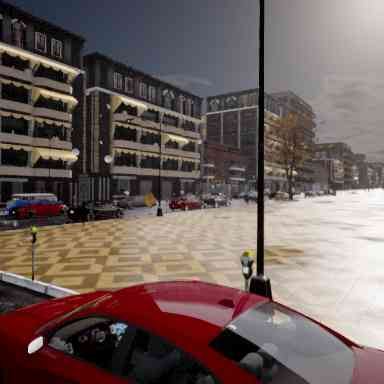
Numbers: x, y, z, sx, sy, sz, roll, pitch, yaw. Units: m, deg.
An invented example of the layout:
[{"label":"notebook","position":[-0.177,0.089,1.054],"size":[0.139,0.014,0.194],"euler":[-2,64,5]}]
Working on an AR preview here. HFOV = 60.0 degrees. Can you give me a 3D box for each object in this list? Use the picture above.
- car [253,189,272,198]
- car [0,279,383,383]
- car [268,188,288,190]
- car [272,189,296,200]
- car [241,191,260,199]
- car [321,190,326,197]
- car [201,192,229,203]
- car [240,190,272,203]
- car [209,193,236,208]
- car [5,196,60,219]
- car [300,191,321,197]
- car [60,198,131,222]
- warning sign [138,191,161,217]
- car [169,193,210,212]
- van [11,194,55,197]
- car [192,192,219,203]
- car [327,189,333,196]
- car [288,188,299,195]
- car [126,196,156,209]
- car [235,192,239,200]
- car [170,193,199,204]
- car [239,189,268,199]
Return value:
[{"label":"car","position":[14.797,0.226,69.729],"size":[2.192,1.841,5.009],"euler":[2,2,35]},{"label":"car","position":[-0.324,1.544,3.095],"size":[4.507,1.381,1.887],"euler":[0,0,35]},{"label":"car","position":[15.670,0.569,60.835],"size":[1.837,1.490,4.892],"euler":[1,1,35]},{"label":"car","position":[15.465,0.675,55.948],"size":[1.752,1.417,4.829],"euler":[2,2,35]},{"label":"car","position":[11.536,0.525,65.009],"size":[1.752,1.417,4.829],"euler":[2,2,35]},{"label":"car","position":[28.015,0.360,74.145],"size":[2.008,1.369,4.403],"euler":[2,2,35]},{"label":"car","position":[3.421,0.827,48.638],"size":[1.812,1.442,4.674],"euler":[1,1,35]},{"label":"car","position":[9.044,0.876,46.639],"size":[2.008,1.369,4.403],"euler":[2,2,35]},{"label":"car","position":[2.720,1.050,37.470],"size":[2.008,1.369,4.403],"euler":[2,2,35]},{"label":"car","position":[-12.069,1.294,26.245],"size":[1.994,1.385,4.181],"euler":[1,1,34]},{"label":"car","position":[24.854,0.445,69.562],"size":[2.008,1.369,4.403],"euler":[2,2,35]},{"label":"car","position":[-6.765,1.329,23.719],"size":[1.947,1.339,4.313],"euler":[2,2,35]},{"label":"warning sign","position":[-3.150,0.851,24.811],"size":[1.300,1.860,1.060],"euler":[-1,0,35]},{"label":"car","position":[-0.442,1.132,32.886],"size":[1.887,1.381,4.507],"euler":[2,2,35]},{"label":"van","position":[-13.661,1.035,28.471],"size":[1.690,1.788,3.998],"euler":[2,2,35]},{"label":"car","position":[2.146,0.807,51.397],"size":[2.008,1.369,4.403],"euler":[2,2,35]},{"label":"car","position":[34.340,0.078,83.311],"size":[1.967,1.590,4.097],"euler":[2,2,35]},{"label":"car","position":[24.281,-0.030,83.481],"size":[2.192,1.841,5.009],"euler":[2,2,35]},{"label":"car","position":[-6.043,1.110,34.983],"size":[2.033,1.411,5.357],"euler":[1,1,34]},{"label":"car","position":[8.470,0.649,60.567],"size":[1.947,1.339,4.313],"euler":[2,2,35]},{"label":"car","position":[-1.016,0.909,46.813],"size":[1.947,1.339,4.313],"euler":[2,2,35]},{"label":"car","position":[9.774,0.717,52.278],"size":[2.128,1.511,4.902],"euler":[1,1,35]}]
